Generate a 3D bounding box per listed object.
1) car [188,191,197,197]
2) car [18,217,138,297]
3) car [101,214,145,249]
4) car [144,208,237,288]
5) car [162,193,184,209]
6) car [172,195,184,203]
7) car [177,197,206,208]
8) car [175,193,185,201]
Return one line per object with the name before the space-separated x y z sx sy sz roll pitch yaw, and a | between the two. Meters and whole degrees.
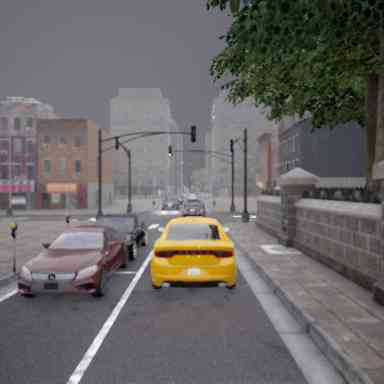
car | 0.051 1.115 64.263 1.812 1.442 4.674 0 0 0
car | -2.669 1.529 8.379 1.802 1.307 4.206 0 0 0
car | -2.683 1.490 12.041 1.947 1.339 4.313 0 0 0
car | 0.046 1.420 9.101 1.882 1.535 5.008 0 1 0
car | -2.433 1.243 39.040 2.128 1.511 4.902 0 0 0
car | -2.492 1.224 59.036 1.895 1.301 4.718 0 0 0
car | 0.162 1.373 26.786 2.033 1.411 5.357 0 0 1
car | -2.473 1.059 69.237 1.837 1.490 4.892 0 0 0
